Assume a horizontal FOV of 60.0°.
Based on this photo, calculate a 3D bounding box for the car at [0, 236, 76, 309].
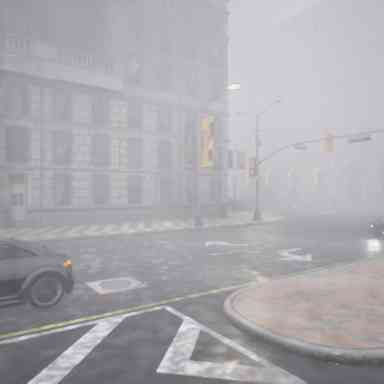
[{"bbox_3d":[-4.463,1.562,6.358,4.181,1.385,1.994,0,0,-34],"label":"car"}]

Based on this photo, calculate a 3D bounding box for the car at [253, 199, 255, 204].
[{"bbox_3d":[8.879,1.519,57.582,1.812,1.442,4.674,0,0,-34],"label":"car"}]

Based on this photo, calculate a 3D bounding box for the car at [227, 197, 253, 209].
[{"bbox_3d":[5.192,1.487,44.077,2.128,1.511,4.902,0,0,-35],"label":"car"}]

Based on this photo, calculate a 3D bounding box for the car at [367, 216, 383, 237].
[{"bbox_3d":[11.265,1.544,17.137,5.357,1.411,2.033,0,0,-34],"label":"car"}]

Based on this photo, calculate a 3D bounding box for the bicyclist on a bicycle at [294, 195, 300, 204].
[{"bbox_3d":[17.991,1.293,57.149,1.656,1.620,0.582,0,0,-35],"label":"bicyclist on a bicycle"}]
